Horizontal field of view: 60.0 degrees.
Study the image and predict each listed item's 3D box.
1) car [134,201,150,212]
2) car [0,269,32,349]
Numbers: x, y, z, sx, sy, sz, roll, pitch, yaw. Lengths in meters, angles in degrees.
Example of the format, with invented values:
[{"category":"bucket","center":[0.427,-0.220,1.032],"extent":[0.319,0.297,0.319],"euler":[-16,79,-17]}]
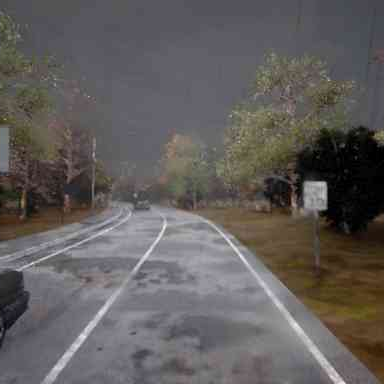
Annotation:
[{"category":"car","center":[-6.772,1.882,44.887],"extent":[1.994,1.385,4.181],"euler":[1,-1,-12]},{"category":"car","center":[-3.587,1.570,3.174],"extent":[2.033,1.411,5.357],"euler":[0,0,0]}]
